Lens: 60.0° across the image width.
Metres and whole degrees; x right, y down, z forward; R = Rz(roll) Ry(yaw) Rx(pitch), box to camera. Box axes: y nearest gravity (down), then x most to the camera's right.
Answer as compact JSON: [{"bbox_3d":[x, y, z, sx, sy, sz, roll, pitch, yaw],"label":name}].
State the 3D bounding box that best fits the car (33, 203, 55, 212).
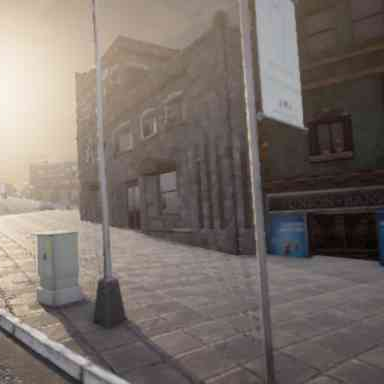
[{"bbox_3d":[-26.360,2.695,59.391,2.128,1.511,4.902,-4,-1,7],"label":"car"}]
